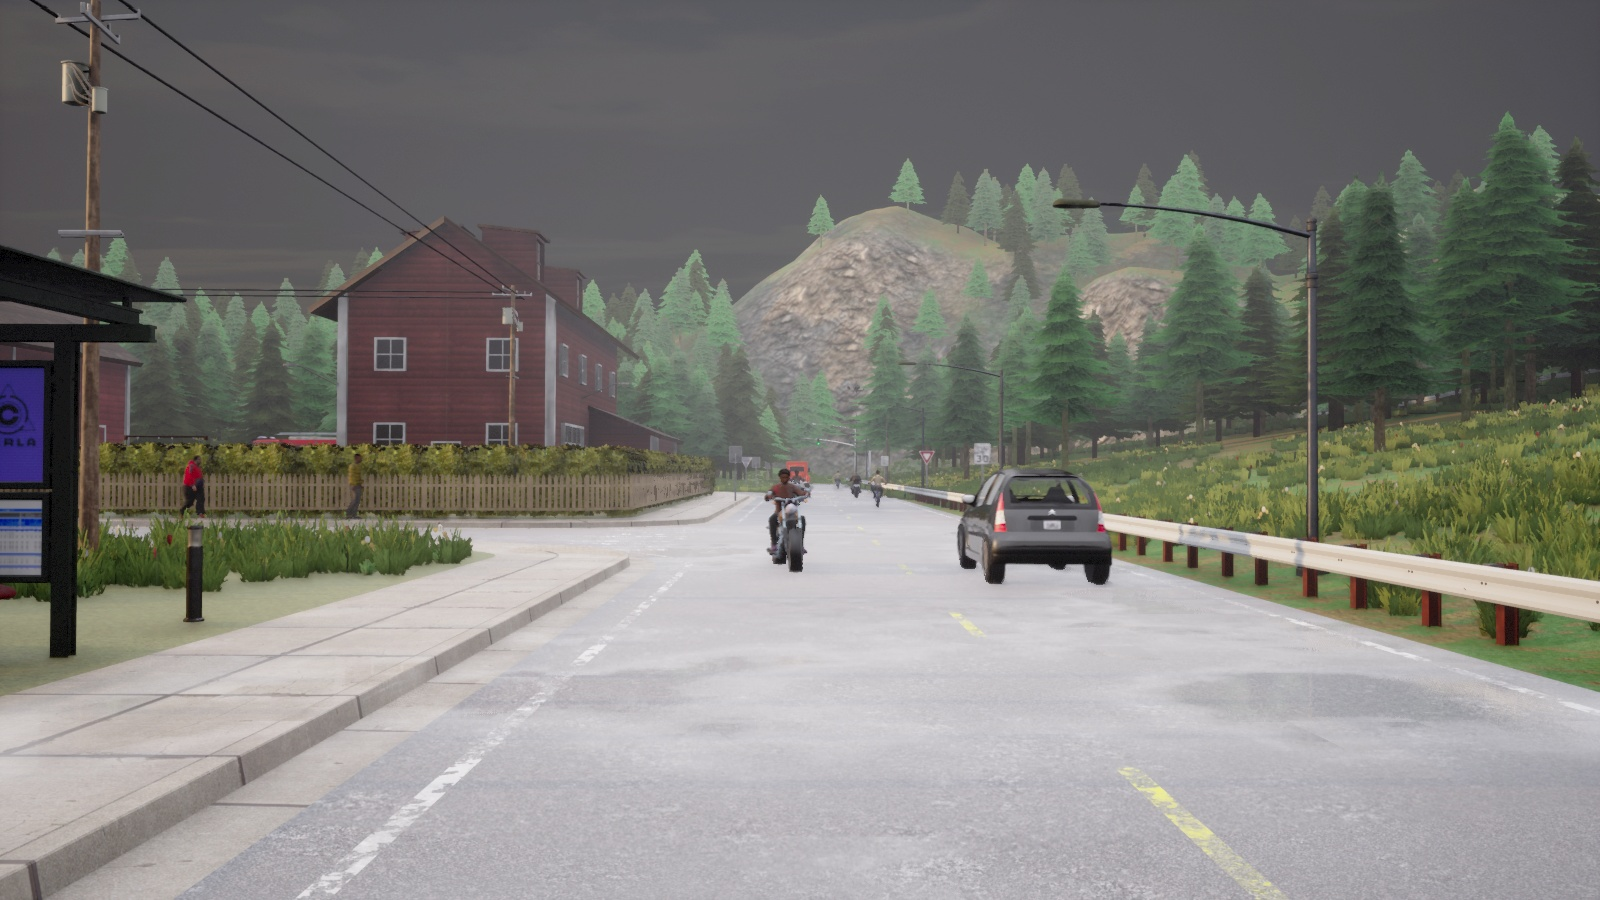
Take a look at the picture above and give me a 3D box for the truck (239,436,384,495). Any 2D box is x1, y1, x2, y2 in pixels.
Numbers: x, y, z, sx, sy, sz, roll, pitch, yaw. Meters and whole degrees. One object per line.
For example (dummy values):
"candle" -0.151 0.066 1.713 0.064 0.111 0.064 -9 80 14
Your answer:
"truck" -32.295 1.033 83.201 8.468 3.827 2.891 0 -1 0

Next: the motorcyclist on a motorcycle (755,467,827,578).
"motorcyclist on a motorcycle" -0.173 1.101 19.986 0.766 1.649 2.350 -1 -1 -9

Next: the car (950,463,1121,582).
"car" 3.455 1.020 19.147 1.851 1.617 3.988 0 -1 0

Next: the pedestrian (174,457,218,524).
"pedestrian" -16.726 1.119 34.771 0.899 1.844 0.634 0 -1 4

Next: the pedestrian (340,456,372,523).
"pedestrian" -12.290 1.102 34.782 0.709 1.840 0.431 0 -1 2
